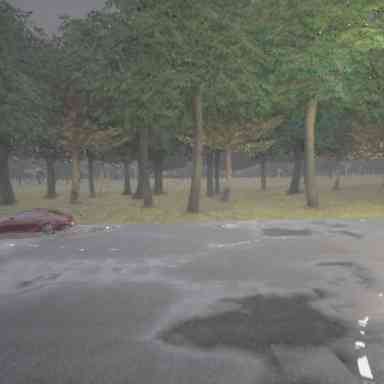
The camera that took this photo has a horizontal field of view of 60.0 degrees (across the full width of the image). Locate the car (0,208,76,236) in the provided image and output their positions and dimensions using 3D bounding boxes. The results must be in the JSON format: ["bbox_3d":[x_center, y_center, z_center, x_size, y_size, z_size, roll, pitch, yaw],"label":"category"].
[{"bbox_3d":[-8.918,1.648,18.468,4.674,1.442,1.812,-2,2,-1],"label":"car"}]
